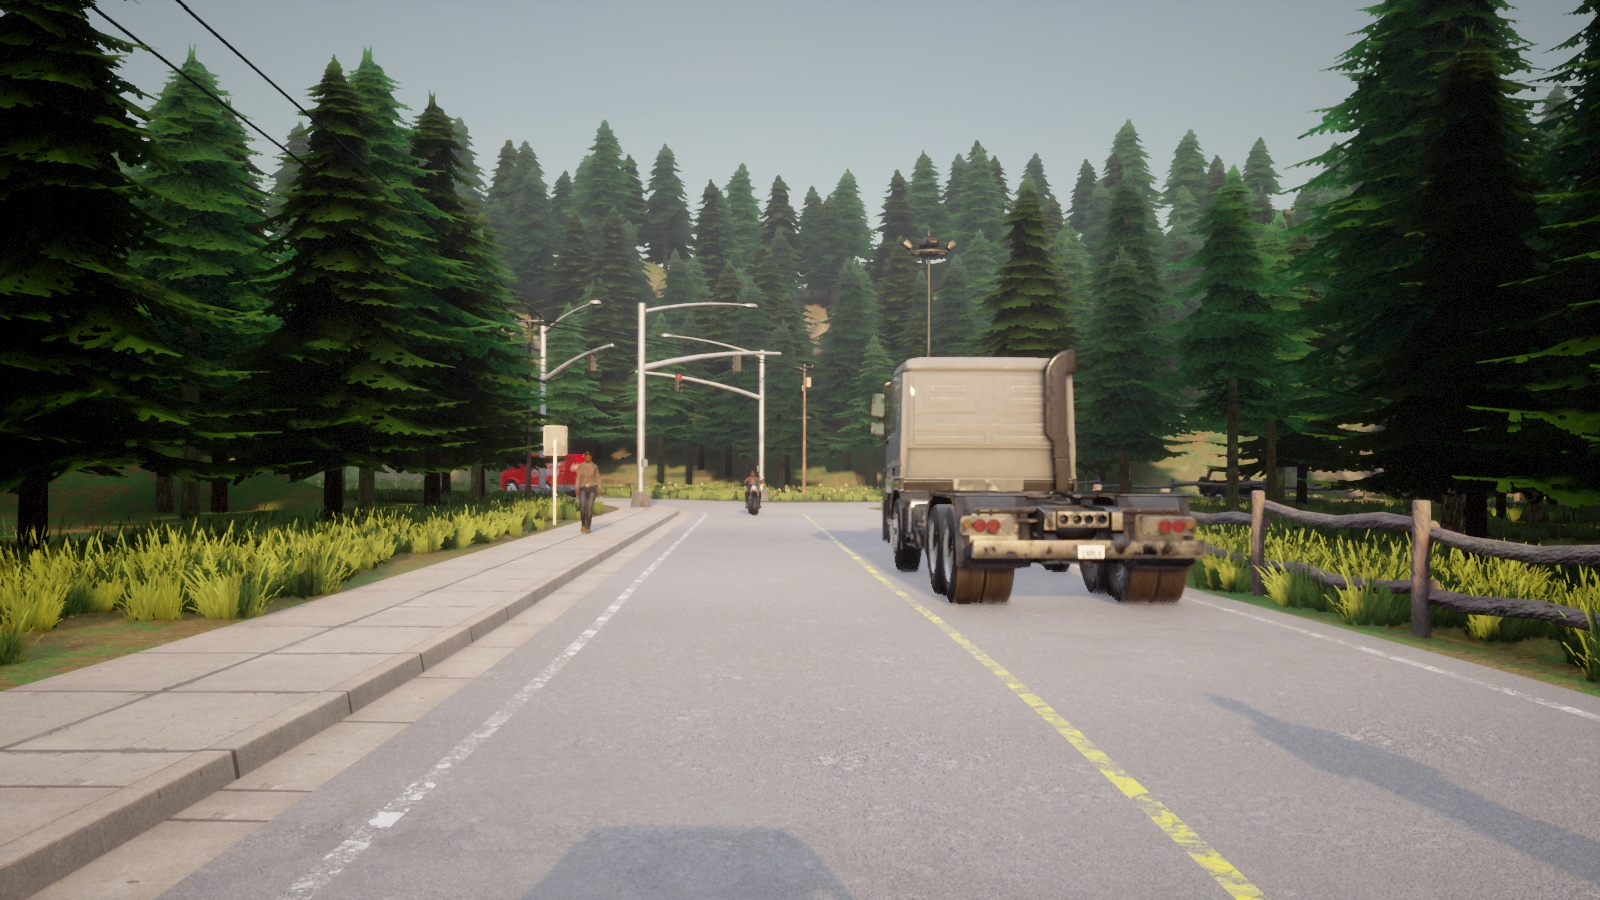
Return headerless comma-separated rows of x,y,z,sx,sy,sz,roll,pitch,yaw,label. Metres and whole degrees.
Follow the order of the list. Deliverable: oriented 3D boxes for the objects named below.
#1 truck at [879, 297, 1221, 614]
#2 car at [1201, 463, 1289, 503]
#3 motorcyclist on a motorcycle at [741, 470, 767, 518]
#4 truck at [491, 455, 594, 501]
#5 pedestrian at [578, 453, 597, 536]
2.990,0.125,17.733,2.891,3.462,7.936,0,-1,-3,truck
21.236,1.567,60.084,3.866,1.878,1.905,-1,-1,17,car
-1.645,1.529,44.749,0.766,1.649,2.350,0,-1,-6,motorcyclist on a motorcycle
-14.475,1.576,70.551,5.204,2.467,2.627,-1,-1,31,truck
-4.707,0.970,27.828,0.328,1.805,0.869,0,-1,-5,pedestrian
